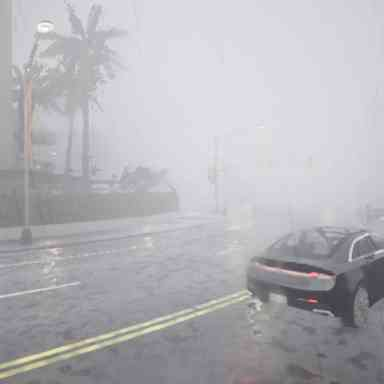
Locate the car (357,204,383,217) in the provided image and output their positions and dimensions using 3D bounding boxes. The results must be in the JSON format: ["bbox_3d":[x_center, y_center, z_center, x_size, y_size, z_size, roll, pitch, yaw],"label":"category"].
[{"bbox_3d":[13.995,1.536,25.457,1.895,1.301,4.718,-1,0,17],"label":"car"}]

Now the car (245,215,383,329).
[{"bbox_3d":[3.113,1.482,7.021,4.902,1.511,2.128,0,0,-44],"label":"car"}]

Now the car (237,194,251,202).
[{"bbox_3d":[11.985,1.539,76.765,2.097,1.535,5.008,-1,0,8],"label":"car"}]

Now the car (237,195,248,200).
[{"bbox_3d":[14.366,1.555,93.800,2.231,1.521,4.892,-1,0,18],"label":"car"}]
